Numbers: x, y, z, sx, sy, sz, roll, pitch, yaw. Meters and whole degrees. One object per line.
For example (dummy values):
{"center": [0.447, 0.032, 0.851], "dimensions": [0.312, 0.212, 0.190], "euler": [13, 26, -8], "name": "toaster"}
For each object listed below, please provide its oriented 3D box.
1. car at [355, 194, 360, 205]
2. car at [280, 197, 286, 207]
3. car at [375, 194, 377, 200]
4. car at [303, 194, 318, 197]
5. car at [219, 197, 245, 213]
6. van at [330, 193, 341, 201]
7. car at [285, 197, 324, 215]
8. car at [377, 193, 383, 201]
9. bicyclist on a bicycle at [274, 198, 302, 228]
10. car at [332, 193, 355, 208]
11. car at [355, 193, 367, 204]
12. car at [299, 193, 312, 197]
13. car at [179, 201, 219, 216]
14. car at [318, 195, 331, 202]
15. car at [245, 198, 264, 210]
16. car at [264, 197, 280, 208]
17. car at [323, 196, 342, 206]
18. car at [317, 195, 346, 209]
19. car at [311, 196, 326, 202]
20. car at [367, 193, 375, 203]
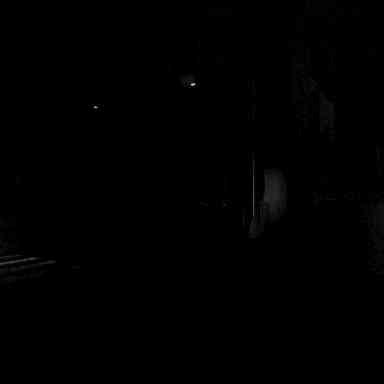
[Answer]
{"center": [23.557, 1.379, 50.069], "dimensions": [1.947, 1.339, 4.313], "euler": [0, 0, 35], "name": "car"}
{"center": [13.342, 1.456, 50.288], "dimensions": [1.947, 1.339, 4.313], "euler": [0, 0, 35], "name": "car"}
{"center": [36.485, 1.303, 68.759], "dimensions": [1.752, 1.417, 4.829], "euler": [-1, 0, 35], "name": "car"}
{"center": [16.826, 1.373, 44.858], "dimensions": [1.812, 1.442, 4.674], "euler": [-1, 0, 35], "name": "car"}
{"center": [3.716, 1.367, 36.374], "dimensions": [1.967, 1.590, 4.097], "euler": [0, 0, 35], "name": "car"}
{"center": [35.799, 1.187, 82.755], "dimensions": [1.690, 1.788, 3.998], "euler": [-1, 0, 35], "name": "van"}
{"center": [10.726, 1.425, 31.520], "dimensions": [1.947, 1.339, 4.313], "euler": [0, 0, 35], "name": "car"}
{"center": [42.804, 1.360, 77.893], "dimensions": [1.802, 1.307, 4.206], "euler": [-1, 0, 35], "name": "car"}
{"center": [5.263, 1.177, 18.418], "dimensions": [1.656, 1.620, 0.582], "euler": [-1, 0, 35], "name": "bicyclist on a bicycle"}
{"center": [20.348, 1.137, 45.433], "dimensions": [2.192, 1.841, 5.009], "euler": [0, 0, 35], "name": "car"}
{"center": [26.764, 1.119, 54.707], "dimensions": [2.192, 1.841, 5.009], "euler": [0, 0, 35], "name": "car"}
{"center": [19.759, 1.416, 59.564], "dimensions": [1.887, 1.381, 4.507], "euler": [0, 0, 35], "name": "car"}
{"center": [0.510, 1.525, 31.736], "dimensions": [1.802, 1.307, 4.206], "euler": [0, 0, 35], "name": "car"}
{"center": [29.384, 1.428, 73.477], "dimensions": [1.802, 1.307, 4.206], "euler": [0, 0, 35], "name": "car"}
{"center": [6.926, 1.495, 41.012], "dimensions": [1.802, 1.307, 4.206], "euler": [0, 0, 35], "name": "car"}
{"center": [10.037, 1.427, 45.509], "dimensions": [1.752, 1.417, 4.829], "euler": [0, 0, 35], "name": "car"}
{"center": [22.549, 1.335, 53.135], "dimensions": [1.837, 1.490, 4.892], "euler": [-1, 0, 35], "name": "car"}
{"center": [17.141, 1.378, 40.795], "dimensions": [1.887, 1.381, 4.507], "euler": [0, 0, 35], "name": "car"}
{"center": [26.177, 1.419, 68.840], "dimensions": [1.947, 1.339, 4.313], "euler": [0, 0, 35], "name": "car"}
{"center": [33.180, 1.100, 63.983], "dimensions": [2.192, 1.841, 5.009], "euler": [0, 0, 35], "name": "car"}
